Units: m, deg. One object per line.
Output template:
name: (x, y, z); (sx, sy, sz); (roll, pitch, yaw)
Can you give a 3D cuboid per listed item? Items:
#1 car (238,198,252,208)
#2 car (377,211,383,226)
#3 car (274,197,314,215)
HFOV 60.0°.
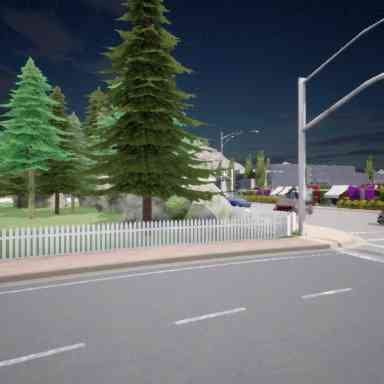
car: (6.604, 1.533, 46.644); (1.882, 1.535, 5.008); (0, 0, -17)
car: (14.175, 1.620, 21.369); (1.994, 1.385, 4.181); (0, 0, -18)
car: (10.348, 1.406, 34.029); (2.097, 1.767, 4.553); (0, 0, -17)
